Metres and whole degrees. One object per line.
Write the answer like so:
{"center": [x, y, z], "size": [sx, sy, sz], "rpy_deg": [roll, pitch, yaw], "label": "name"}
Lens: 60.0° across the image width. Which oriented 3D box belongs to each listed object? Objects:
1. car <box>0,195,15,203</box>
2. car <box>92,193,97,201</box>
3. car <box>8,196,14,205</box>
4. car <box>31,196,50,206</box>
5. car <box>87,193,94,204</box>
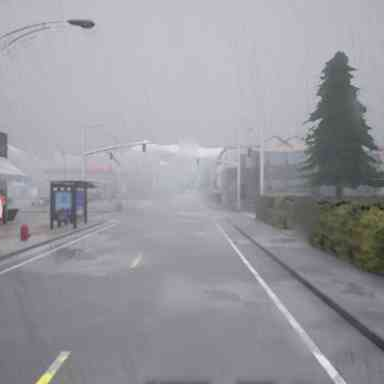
{"center": [-38.497, 1.407, 68.122], "size": [2.007, 1.523, 4.514], "rpy_deg": [0, 0, 0], "label": "car"}
{"center": [-22.789, 1.169, 75.356], "size": [1.905, 1.878, 3.866], "rpy_deg": [0, 0, 0], "label": "car"}
{"center": [-29.091, 1.285, 50.073], "size": [2.152, 1.636, 5.027], "rpy_deg": [0, 0, 0], "label": "car"}
{"center": [-22.675, 1.361, 50.428], "size": [1.970, 1.475, 3.806], "rpy_deg": [0, 0, 0], "label": "car"}
{"center": [-19.047, 1.415, 57.495], "size": [2.007, 1.523, 4.514], "rpy_deg": [0, 0, 0], "label": "car"}
